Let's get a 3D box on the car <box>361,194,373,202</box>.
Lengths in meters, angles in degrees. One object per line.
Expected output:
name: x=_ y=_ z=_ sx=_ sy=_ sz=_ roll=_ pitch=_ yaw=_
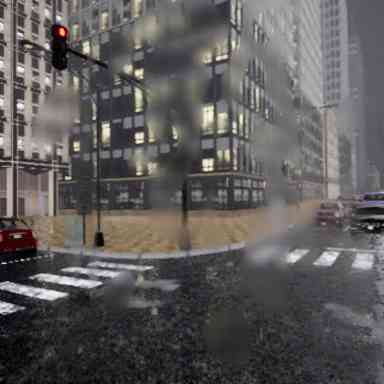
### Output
car: x=34.156 y=1.111 z=64.816 sx=1.887 sy=1.381 sz=4.507 roll=0 pitch=0 yaw=30

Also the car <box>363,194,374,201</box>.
car: x=36.968 y=1.079 z=69.629 sx=2.008 sy=1.369 sz=4.403 roll=0 pitch=0 yaw=30

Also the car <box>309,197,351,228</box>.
car: x=8.842 y=1.353 z=21.493 sx=1.967 sy=1.590 sz=4.097 roll=0 pitch=0 yaw=30

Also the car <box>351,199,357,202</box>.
car: x=11.655 y=1.456 z=26.308 sx=1.802 sy=1.307 sz=4.206 roll=0 pitch=0 yaw=30

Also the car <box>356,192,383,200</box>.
car: x=14.447 y=1.030 z=25.986 sx=2.150 sy=2.045 sz=5.566 roll=-1 pitch=0 yaw=30

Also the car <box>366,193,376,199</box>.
car: x=42.593 y=0.997 z=79.256 sx=1.887 sy=1.381 sz=4.507 roll=0 pitch=0 yaw=30

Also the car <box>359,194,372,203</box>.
car: x=31.343 y=1.155 z=60.002 sx=2.008 sy=1.369 sz=4.403 roll=0 pitch=0 yaw=30

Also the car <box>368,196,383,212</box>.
car: x=19.711 y=1.241 z=34.967 sx=1.837 sy=1.490 sz=4.892 roll=-1 pitch=0 yaw=30

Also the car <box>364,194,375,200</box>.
car: x=39.781 y=1.056 z=74.443 sx=1.947 sy=1.339 sz=4.313 roll=0 pitch=0 yaw=30

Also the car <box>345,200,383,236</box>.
car: x=9.391 y=1.383 z=17.330 sx=1.837 sy=1.490 sz=4.892 roll=-1 pitch=0 yaw=30

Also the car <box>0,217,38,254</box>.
car: x=-8.273 y=1.759 z=13.637 sx=4.097 sy=1.590 sz=1.967 roll=-1 pitch=-1 yaw=30

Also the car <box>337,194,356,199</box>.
car: x=14.466 y=1.150 z=31.120 sx=2.192 sy=1.841 sz=5.009 roll=0 pitch=0 yaw=30

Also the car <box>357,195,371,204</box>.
car: x=28.530 y=1.188 z=55.188 sx=1.887 sy=1.381 sz=4.507 roll=0 pitch=0 yaw=30
